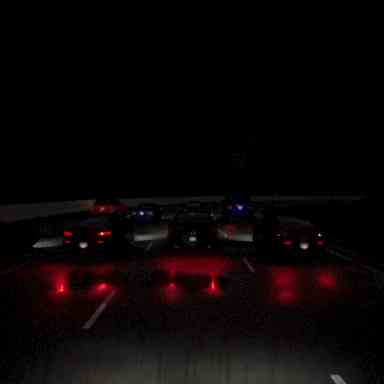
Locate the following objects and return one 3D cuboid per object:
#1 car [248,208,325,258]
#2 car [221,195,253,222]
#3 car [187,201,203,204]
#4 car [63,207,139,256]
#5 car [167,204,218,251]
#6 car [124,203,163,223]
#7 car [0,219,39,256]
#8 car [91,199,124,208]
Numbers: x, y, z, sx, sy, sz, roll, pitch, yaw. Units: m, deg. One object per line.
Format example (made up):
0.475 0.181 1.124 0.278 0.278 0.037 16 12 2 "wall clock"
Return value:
3.537 1.529 12.731 1.812 1.442 4.674 0 0 0 "car"
3.605 1.228 26.804 2.150 2.045 5.566 0 0 2 "car"
0.228 1.530 28.554 1.812 1.442 4.674 0 0 4 "car"
-3.462 1.529 12.949 1.812 1.442 4.674 0 0 0 "car"
0.045 1.480 14.057 1.882 1.535 5.008 0 0 0 "car"
-3.437 1.552 25.770 2.033 1.411 5.357 0 0 2 "car"
-6.982 1.550 10.725 2.033 1.411 5.357 0 0 1 "car"
-6.846 1.357 27.812 2.097 1.767 4.553 0 0 2 "car"
